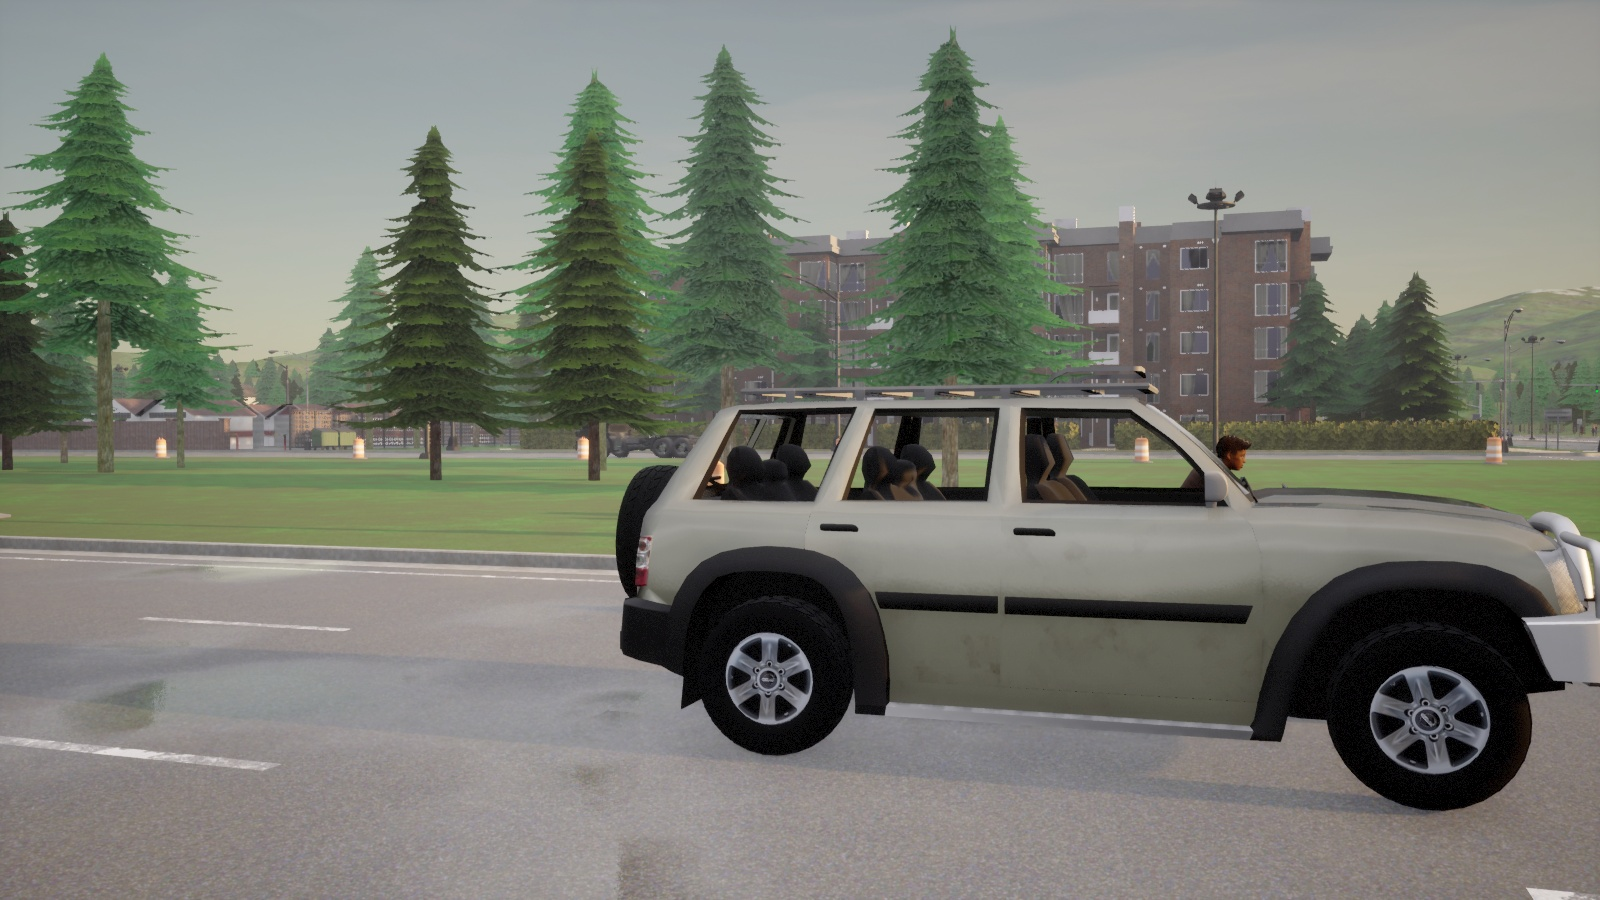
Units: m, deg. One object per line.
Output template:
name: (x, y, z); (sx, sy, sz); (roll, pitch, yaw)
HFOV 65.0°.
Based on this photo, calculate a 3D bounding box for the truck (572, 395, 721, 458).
truck: (-8.671, -1.325, 70.988); (7.936, 3.462, 2.891); (1, 1, 19)

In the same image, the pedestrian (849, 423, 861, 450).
pedestrian: (3.760, -0.904, 85.817); (0.726, 1.835, 0.370); (1, 1, 20)

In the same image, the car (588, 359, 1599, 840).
car: (1.444, 0.546, 6.396); (4.605, 1.855, 1.932); (1, 1, 18)
